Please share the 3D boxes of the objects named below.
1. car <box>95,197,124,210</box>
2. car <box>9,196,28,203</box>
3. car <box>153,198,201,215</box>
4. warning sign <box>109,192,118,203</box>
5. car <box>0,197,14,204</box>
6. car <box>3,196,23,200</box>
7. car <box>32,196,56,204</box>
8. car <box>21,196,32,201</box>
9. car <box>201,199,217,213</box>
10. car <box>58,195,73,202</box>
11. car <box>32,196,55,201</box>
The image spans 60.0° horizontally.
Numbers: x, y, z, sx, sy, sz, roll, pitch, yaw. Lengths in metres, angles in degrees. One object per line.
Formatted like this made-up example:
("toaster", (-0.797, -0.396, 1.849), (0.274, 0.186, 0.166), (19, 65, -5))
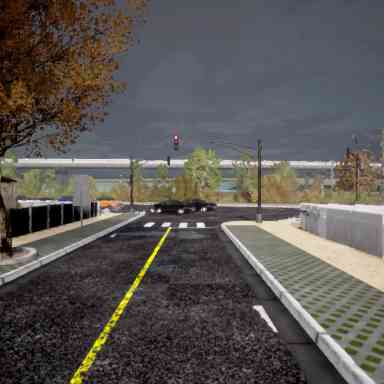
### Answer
("car", (-11.671, 1.479, 46.691), (4.553, 1.767, 2.097), (0, 2, 36))
("car", (-38.963, 1.585, 74.674), (4.892, 1.490, 1.837), (-1, 2, 36))
("car", (-1.884, 1.601, 35.578), (5.008, 1.535, 1.882), (-1, 0, 36))
("warning sign", (-14.246, 0.995, 60.260), (1.060, 1.860, 1.300), (2, 1, 36))
("car", (-40.871, 1.734, 72.047), (5.357, 1.411, 2.033), (-1, 2, 36))
("car", (-31.563, 1.921, 57.213), (4.674, 1.442, 1.812), (-1, 2, 36))
("car", (-30.525, 1.625, 68.548), (4.902, 1.511, 2.128), (-1, 2, 36))
("car", (-32.437, 1.740, 65.925), (4.902, 1.511, 2.128), (-1, 2, 36))
("car", (0.516, 1.498, 37.838), (5.008, 1.535, 1.882), (-1, 2, 36))
("car", (-15.795, 1.479, 45.660), (5.566, 2.045, 2.150), (-1, 2, 36))
("car", (-24.282, 1.715, 55.884), (5.008, 1.535, 1.882), (-1, 2, 36))
